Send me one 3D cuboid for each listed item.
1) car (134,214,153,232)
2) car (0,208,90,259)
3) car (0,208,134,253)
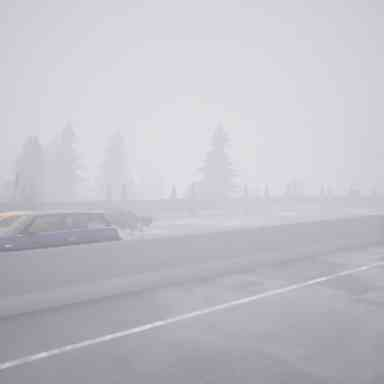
[{"bbox_3d":[-4.578,1.550,17.926,4.718,1.301,1.895,-1,0,-36],"label":"car"},{"bbox_3d":[-6.546,1.462,12.221,5.008,1.535,1.882,-1,0,-36],"label":"car"},{"bbox_3d":[-4.298,1.335,9.522,4.553,1.767,2.097,0,0,-35],"label":"car"}]
